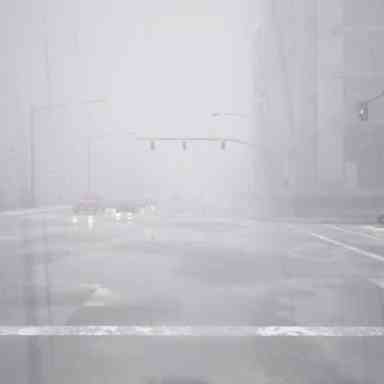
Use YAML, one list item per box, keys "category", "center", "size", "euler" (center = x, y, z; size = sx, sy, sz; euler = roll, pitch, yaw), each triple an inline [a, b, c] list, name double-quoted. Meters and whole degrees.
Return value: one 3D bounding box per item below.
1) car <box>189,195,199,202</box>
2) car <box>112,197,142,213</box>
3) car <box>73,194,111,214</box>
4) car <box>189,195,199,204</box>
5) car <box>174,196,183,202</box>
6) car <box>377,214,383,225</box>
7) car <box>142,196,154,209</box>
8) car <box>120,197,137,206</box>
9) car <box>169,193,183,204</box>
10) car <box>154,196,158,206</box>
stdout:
- category: "car"
  center: [0.512, 1.524, 75.182]
  size: [2.128, 1.511, 4.902]
  euler: [0, 0, 1]
- category: "car"
  center: [-7.195, 1.564, 37.273]
  size: [1.994, 1.385, 4.181]
  euler: [0, 0, 1]
- category: "car"
  center: [-10.725, 1.222, 35.334]
  size: [2.150, 2.045, 5.566]
  euler: [0, 0, 1]
- category: "car"
  center: [0.434, 1.526, 65.008]
  size: [1.812, 1.442, 4.674]
  euler: [0, 0, 1]
- category: "car"
  center: [-2.985, 1.511, 75.533]
  size: [1.895, 1.301, 4.718]
  euler: [0, 0, 1]
- category: "car"
  center: [13.957, 1.564, 20.710]
  size: [4.181, 1.385, 1.994]
  euler: [0, 0, 0]
- category: "car"
  center: [-7.043, 1.547, 46.515]
  size: [2.033, 1.411, 5.357]
  euler: [0, 0, 2]
- category: "car"
  center: [-10.411, 1.526, 55.010]
  size: [1.812, 1.442, 4.674]
  euler: [0, 0, 1]
- category: "car"
  center: [-3.160, 1.222, 64.890]
  size: [2.150, 2.045, 5.566]
  euler: [0, 0, 1]
- category: "car"
  center: [-6.870, 1.491, 56.687]
  size: [2.128, 1.511, 4.902]
  euler: [0, 0, 1]
